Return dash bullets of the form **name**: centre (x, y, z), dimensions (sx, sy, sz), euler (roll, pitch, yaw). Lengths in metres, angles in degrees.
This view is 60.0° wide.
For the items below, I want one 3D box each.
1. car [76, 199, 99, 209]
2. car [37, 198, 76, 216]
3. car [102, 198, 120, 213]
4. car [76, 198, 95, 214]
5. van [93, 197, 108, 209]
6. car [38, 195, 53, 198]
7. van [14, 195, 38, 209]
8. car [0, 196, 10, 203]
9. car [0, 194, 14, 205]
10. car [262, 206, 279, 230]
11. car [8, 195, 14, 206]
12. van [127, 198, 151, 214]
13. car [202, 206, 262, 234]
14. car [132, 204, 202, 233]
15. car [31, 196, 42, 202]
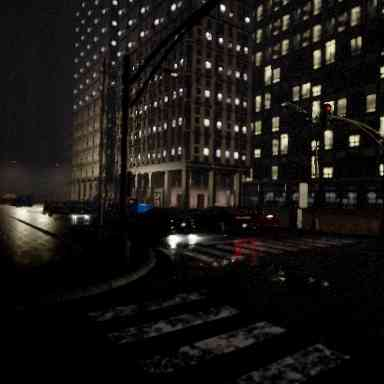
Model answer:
- **car**: centre (-15.781, 1.779, 50.135), dimensions (1.947, 1.339, 4.313), euler (2, -1, -35)
- **car**: centre (-12.859, 1.526, 31.460), dimensions (2.008, 1.369, 4.403), euler (2, -1, -35)
- **car**: centre (-9.269, 1.767, 40.904), dimensions (2.008, 1.369, 4.403), euler (2, -1, -35)
- **car**: centre (-12.471, 1.596, 35.409), dimensions (2.033, 1.411, 5.357), euler (2, -1, -35)
- **van**: centre (-12.519, 1.556, 45.524), dimensions (1.690, 1.788, 3.998), euler (2, -1, -35)
- **car**: centre (-21.474, 1.140, 48.362), dimensions (1.882, 1.535, 5.008), euler (2, -1, -35)
- **van**: centre (-22.621, 1.310, 45.311), dimensions (1.690, 1.788, 3.998), euler (2, -1, -35)
- **car**: centre (-38.905, 1.533, 68.387), dimensions (1.947, 1.339, 4.313), euler (2, -1, -35)
- **car**: centre (-32.388, 1.282, 59.159), dimensions (2.192, 1.841, 5.009), euler (2, -1, -35)
- **car**: centre (3.757, 1.669, 22.442), dimensions (1.967, 1.590, 4.097), euler (2, -1, -35)
- **car**: centre (-25.882, 1.550, 49.923), dimensions (1.802, 1.307, 4.206), euler (2, -1, -35)
- **van**: centre (-6.008, 1.560, 36.291), dimensions (1.690, 1.788, 3.998), euler (2, -1, -35)
- **car**: centre (1.612, 1.644, 20.480), dimensions (2.128, 1.511, 4.902), euler (2, -1, -33)
- **car**: centre (-1.591, 1.623, 19.976), dimensions (1.994, 1.385, 4.181), euler (2, -1, -35)
- **car**: centre (-38.572, 1.796, 82.446), dimensions (1.802, 1.307, 4.206), euler (2, -1, -35)
